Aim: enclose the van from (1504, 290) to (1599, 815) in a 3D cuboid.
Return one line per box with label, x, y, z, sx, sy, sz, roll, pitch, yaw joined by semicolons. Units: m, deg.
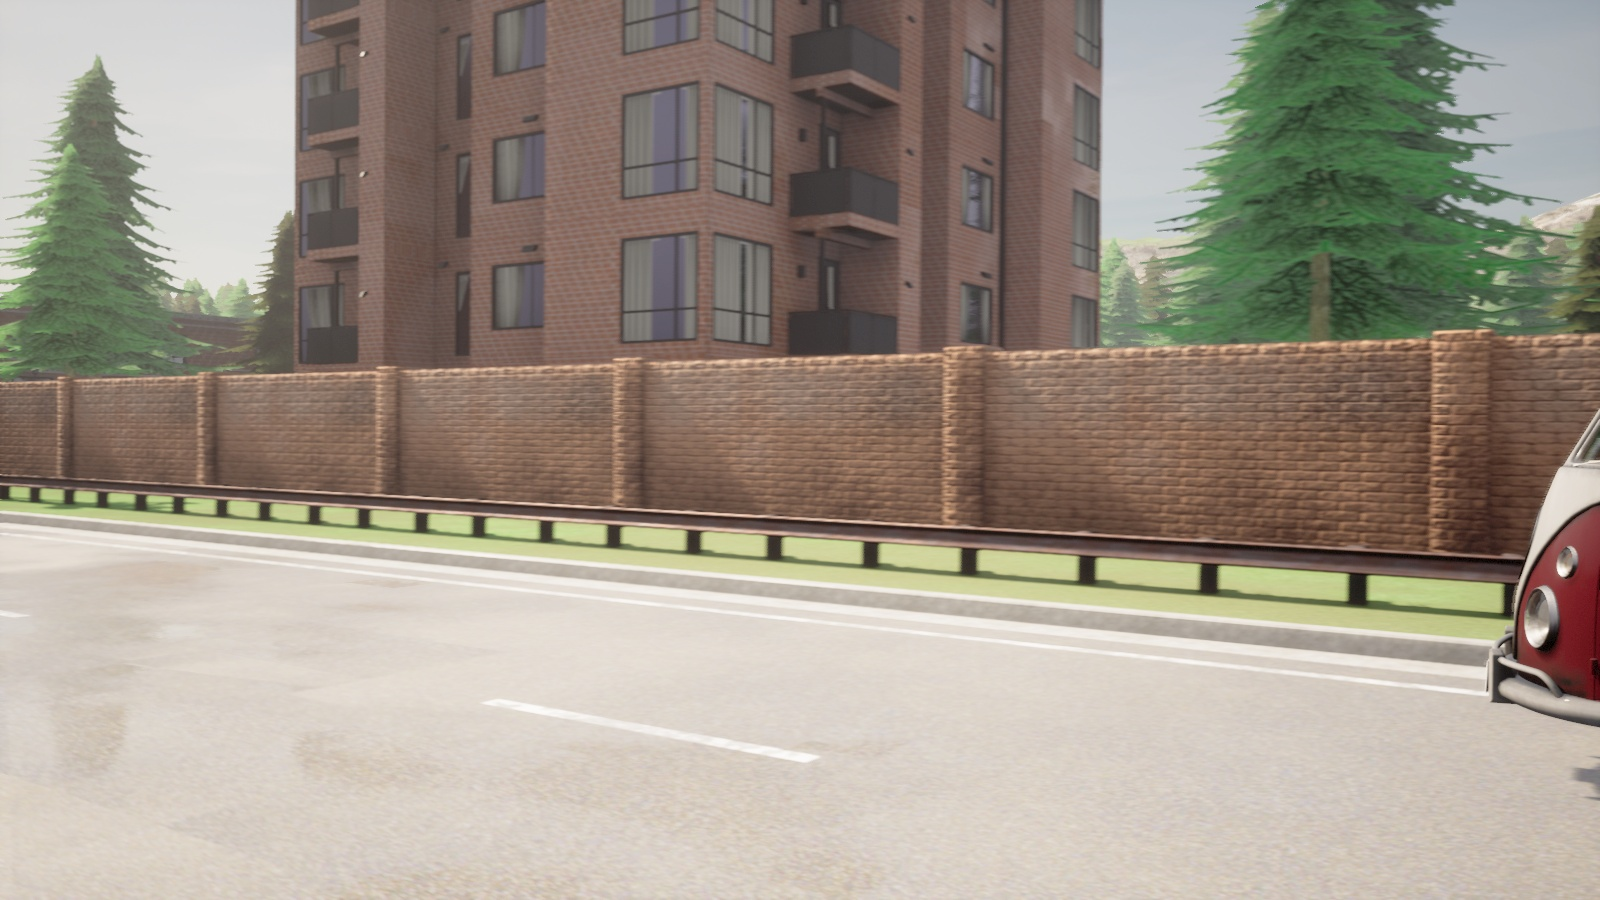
van;5.103;0.377;4.430;4.442;1.987;1.775;0;1;34
